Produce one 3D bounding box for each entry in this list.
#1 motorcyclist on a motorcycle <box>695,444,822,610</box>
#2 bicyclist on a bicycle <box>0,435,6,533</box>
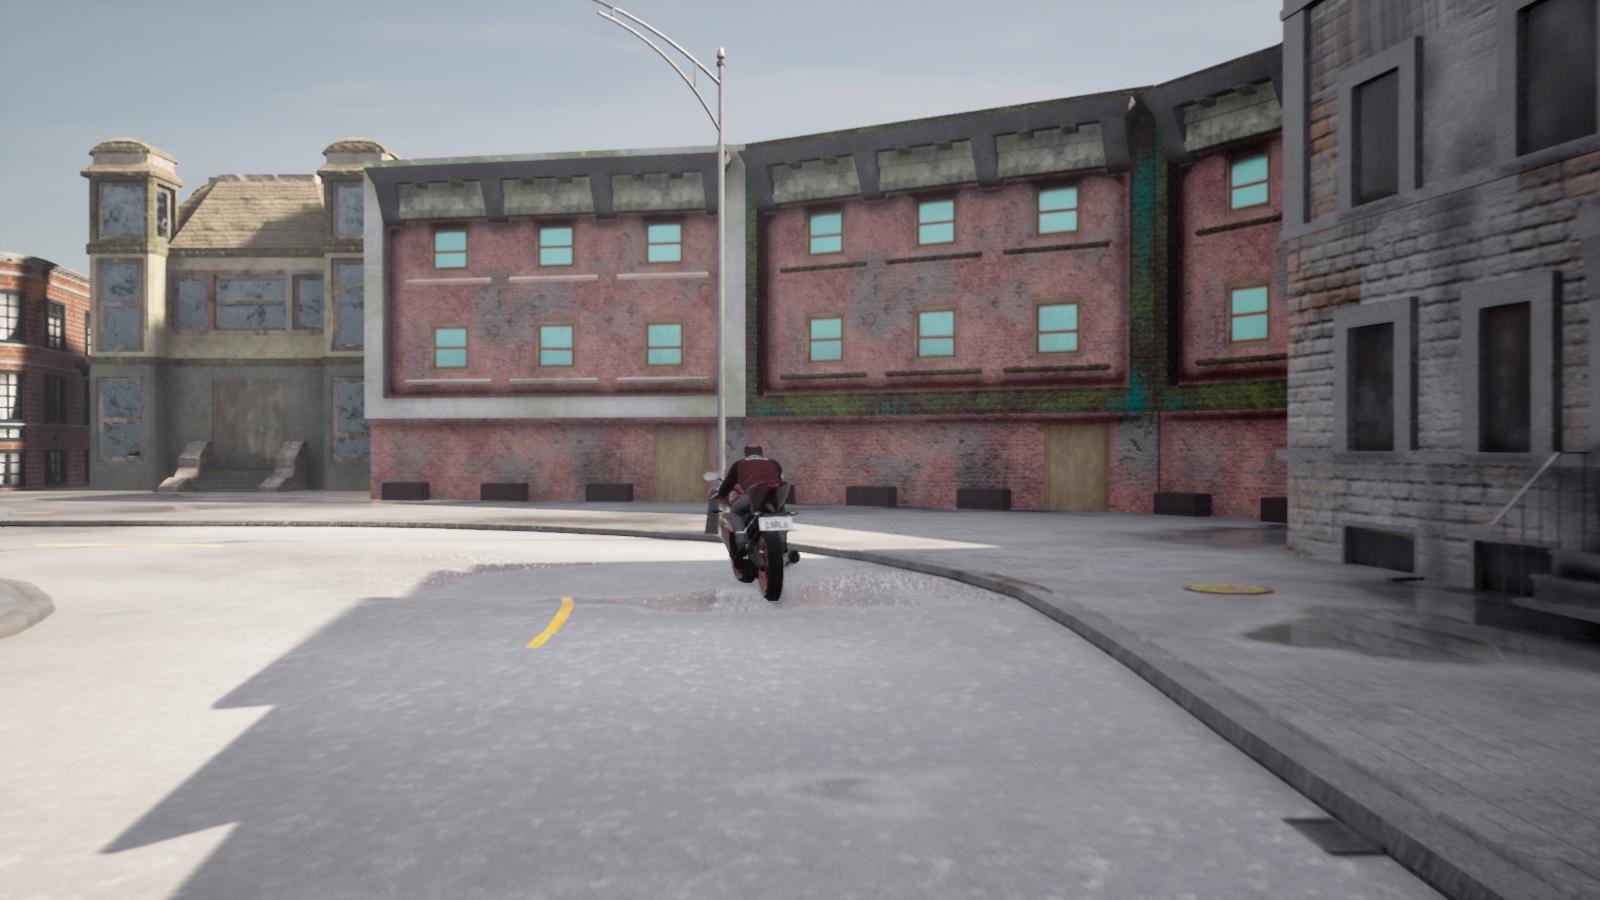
[{"bbox_3d":[-0.469,0.710,12.818,0.866,1.530,2.191,-1,1,-13],"label":"motorcyclist on a motorcycle"},{"bbox_3d":[-13.816,0.558,20.229,1.509,1.612,0.866,0,0,1],"label":"bicyclist on a bicycle"}]
